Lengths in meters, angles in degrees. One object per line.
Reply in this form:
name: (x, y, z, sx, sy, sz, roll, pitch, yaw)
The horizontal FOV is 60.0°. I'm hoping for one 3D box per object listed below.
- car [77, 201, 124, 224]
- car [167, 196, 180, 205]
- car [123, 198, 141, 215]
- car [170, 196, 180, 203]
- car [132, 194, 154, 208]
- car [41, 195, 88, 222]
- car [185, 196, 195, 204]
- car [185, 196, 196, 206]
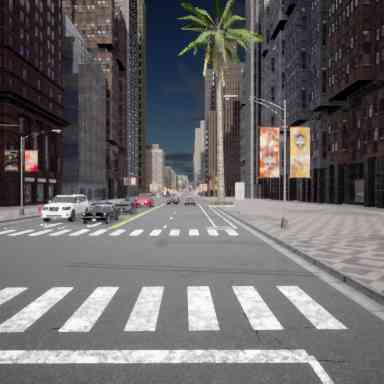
car: (-6.742, 1.606, 25.049, 1.895, 1.301, 4.718, 0, 0, 0)
car: (-3.496, 1.647, 59.733, 1.895, 1.301, 4.718, 0, 0, -1)
car: (-6.796, 1.574, 33.838, 1.994, 1.385, 4.181, 0, 0, -1)
car: (-3.549, 1.595, 69.842, 1.812, 1.442, 4.674, 0, 0, 0)
car: (-6.864, 1.246, 48.616, 2.150, 2.045, 5.566, 0, 0, 0)
car: (-10.004, 1.228, 26.780, 2.150, 2.045, 5.566, 0, 0, 0)
car: (-0.382, 1.539, 66.524, 1.882, 1.535, 5.008, 0, 0, 0)
car: (-0.322, 1.586, 56.102, 2.033, 1.411, 5.357, 0, 0, 0)
